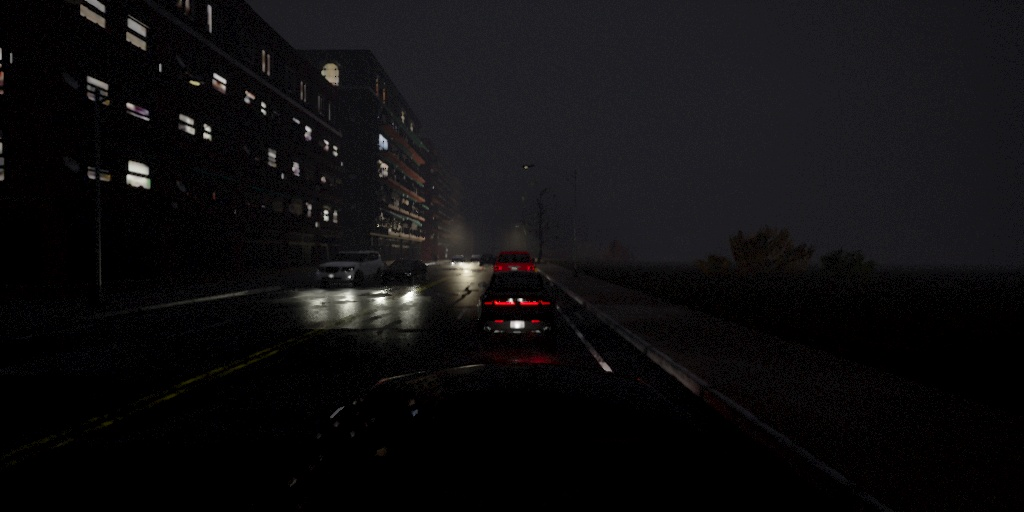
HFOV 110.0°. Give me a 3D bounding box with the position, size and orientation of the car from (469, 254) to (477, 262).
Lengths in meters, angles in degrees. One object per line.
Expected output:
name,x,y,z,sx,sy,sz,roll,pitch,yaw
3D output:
car,-6.457,0.412,64.588,2.033,1.411,5.357,0,1,1

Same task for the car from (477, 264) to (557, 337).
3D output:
car,0.111,1.141,9.837,1.837,1.490,4.892,0,1,0

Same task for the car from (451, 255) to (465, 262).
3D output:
car,-9.707,0.466,64.528,1.895,1.301,4.718,0,1,1

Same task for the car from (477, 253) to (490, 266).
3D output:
car,-3.178,0.444,48.532,2.097,1.767,4.553,0,1,0

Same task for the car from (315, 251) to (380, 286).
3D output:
car,-9.827,0.685,22.246,2.150,2.045,5.566,0,1,0

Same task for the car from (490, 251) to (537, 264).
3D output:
car,0.121,0.717,20.066,2.150,2.045,5.566,0,1,0

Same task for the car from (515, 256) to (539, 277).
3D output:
car,1.172,0.802,30.588,1.801,1.575,5.366,0,1,0

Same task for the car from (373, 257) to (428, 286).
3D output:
car,-6.577,0.940,22.287,1.882,1.535,5.008,0,1,0
